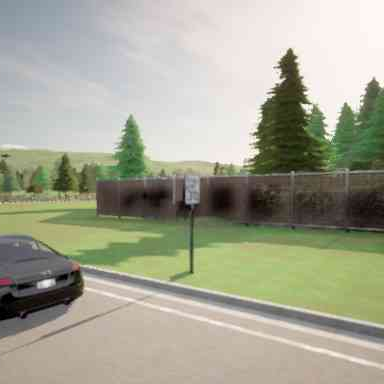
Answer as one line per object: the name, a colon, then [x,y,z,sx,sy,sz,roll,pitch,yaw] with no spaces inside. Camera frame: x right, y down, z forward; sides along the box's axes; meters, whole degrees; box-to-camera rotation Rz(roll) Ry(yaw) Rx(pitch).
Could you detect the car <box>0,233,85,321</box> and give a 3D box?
car: [-4.183,1.578,6.984,4.181,1.385,1.994,0,0,35]
